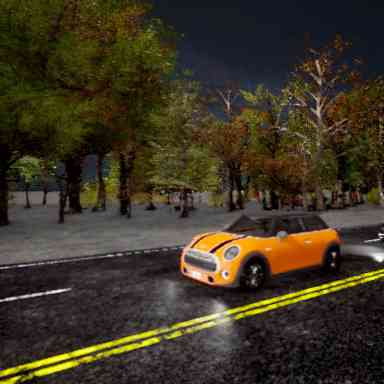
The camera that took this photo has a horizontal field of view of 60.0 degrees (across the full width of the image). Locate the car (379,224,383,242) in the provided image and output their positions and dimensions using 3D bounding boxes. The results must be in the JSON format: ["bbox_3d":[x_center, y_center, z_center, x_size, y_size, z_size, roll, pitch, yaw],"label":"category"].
[{"bbox_3d":[10.148,1.471,14.611,4.892,1.490,1.837,0,0,-35],"label":"car"}]

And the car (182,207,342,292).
[{"bbox_3d":[1.961,1.323,8.970,4.553,1.767,2.097,0,0,-35],"label":"car"}]
